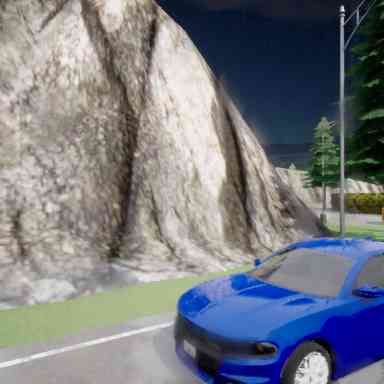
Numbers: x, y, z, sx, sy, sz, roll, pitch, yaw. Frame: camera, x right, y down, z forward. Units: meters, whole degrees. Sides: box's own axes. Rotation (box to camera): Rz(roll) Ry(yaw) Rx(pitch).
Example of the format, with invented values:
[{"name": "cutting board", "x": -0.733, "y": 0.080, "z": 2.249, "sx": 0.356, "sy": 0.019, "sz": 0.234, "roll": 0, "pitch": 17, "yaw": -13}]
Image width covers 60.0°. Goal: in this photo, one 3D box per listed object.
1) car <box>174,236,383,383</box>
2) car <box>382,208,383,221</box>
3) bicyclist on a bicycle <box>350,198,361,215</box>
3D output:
[{"name": "car", "x": 2.133, "y": 1.477, "z": 4.968, "sx": 5.008, "sy": 1.535, "sz": 1.882, "roll": 0, "pitch": 0, "yaw": -30}, {"name": "car", "x": 14.857, "y": 1.478, "z": 21.255, "sx": 1.882, "sy": 1.535, "sz": 5.008, "roll": 0, "pitch": 0, "yaw": -28}, {"name": "bicyclist on a bicycle", "x": 16.430, "y": 1.453, "z": 33.354, "sx": 1.656, "sy": 1.620, "sz": 0.582, "roll": 0, "pitch": 0, "yaw": -28}]
